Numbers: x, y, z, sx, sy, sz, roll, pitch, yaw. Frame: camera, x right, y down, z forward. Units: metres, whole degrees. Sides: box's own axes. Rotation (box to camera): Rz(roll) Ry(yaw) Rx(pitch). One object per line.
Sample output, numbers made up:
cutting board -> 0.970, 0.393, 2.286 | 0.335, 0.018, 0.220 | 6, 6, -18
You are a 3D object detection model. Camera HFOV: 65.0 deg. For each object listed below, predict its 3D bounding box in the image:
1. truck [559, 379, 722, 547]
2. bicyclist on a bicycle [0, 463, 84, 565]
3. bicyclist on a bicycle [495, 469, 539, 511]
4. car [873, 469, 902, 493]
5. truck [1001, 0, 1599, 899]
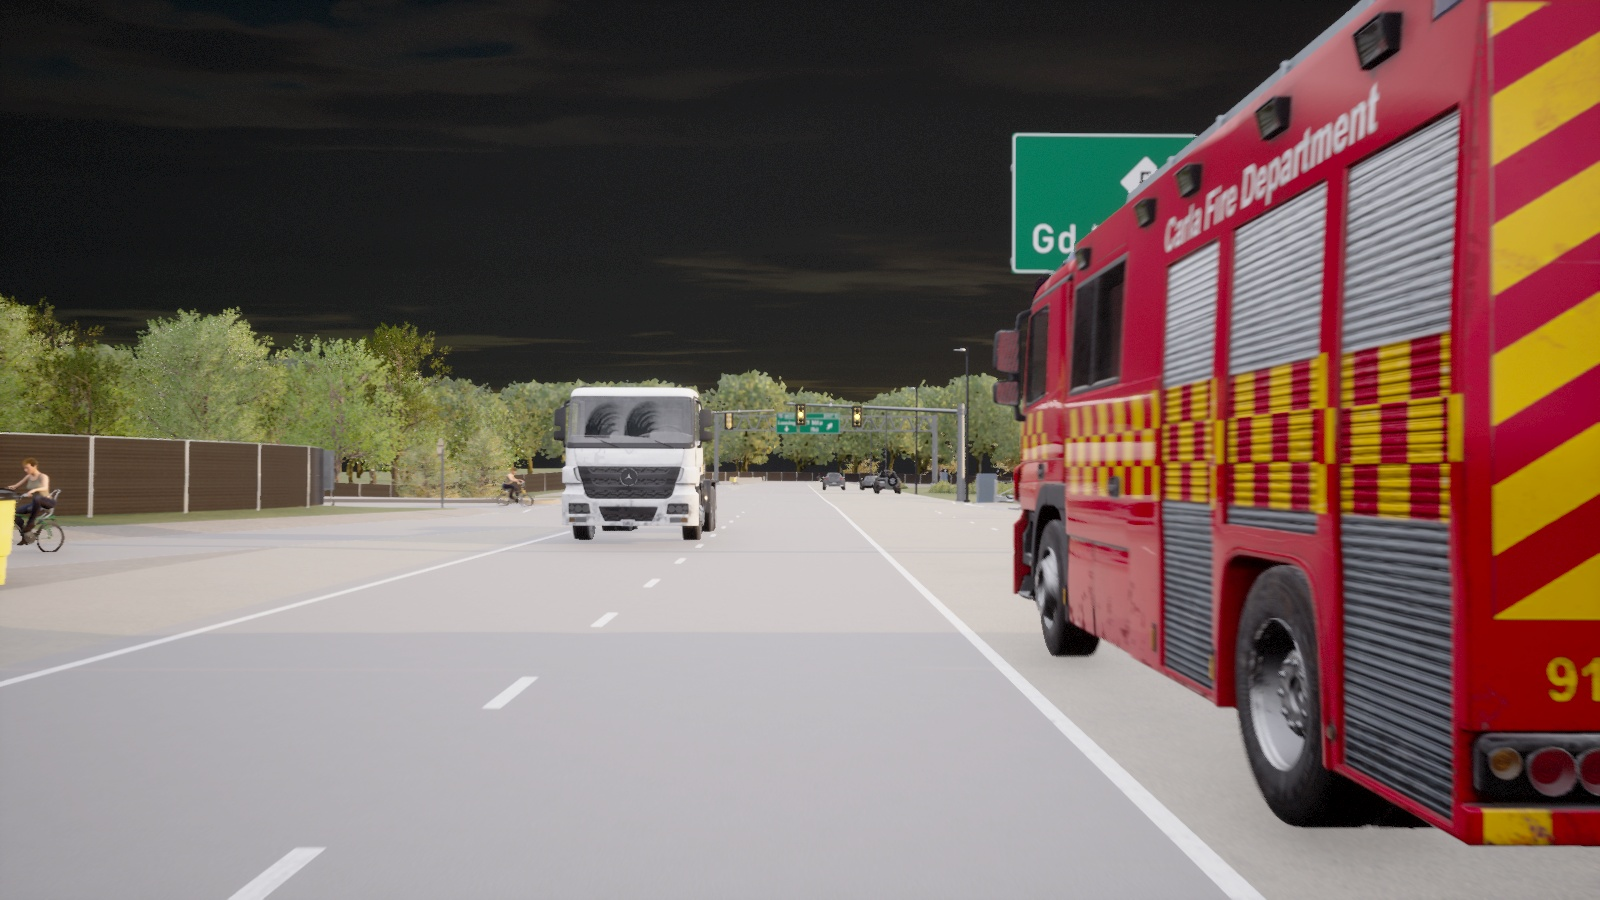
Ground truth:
truck -> -3.562, 0.337, 30.029 | 2.891, 3.462, 7.936 | 0, -1, 0
bicyclist on a bicycle -> -12.839, 1.033, 20.772 | 0.866, 1.612, 1.509 | 0, -1, 19
bicyclist on a bicycle -> -11.283, 1.586, 50.058 | 1.509, 1.612, 0.866 | 0, 0, 4
car -> 6.773, 2.414, 97.656 | 1.932, 1.855, 4.605 | 0, -1, 0
truck -> 3.476, -0.228, 8.337 | 2.891, 3.827, 8.468 | 0, -1, 0
